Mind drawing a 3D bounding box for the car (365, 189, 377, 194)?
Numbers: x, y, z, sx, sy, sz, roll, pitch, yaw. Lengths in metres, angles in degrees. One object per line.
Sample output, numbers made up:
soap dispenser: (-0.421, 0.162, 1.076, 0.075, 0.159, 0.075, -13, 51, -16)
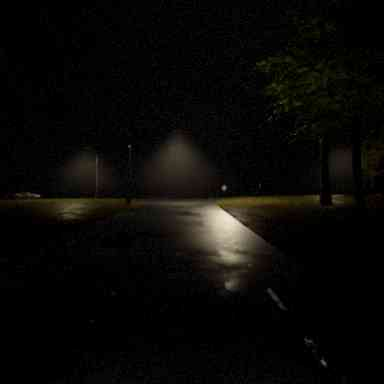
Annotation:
car: (36.847, -0.029, 70.370, 4.181, 1.385, 1.994, -1, -2, -1)

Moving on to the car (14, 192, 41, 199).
car: (-31.091, 0.720, 62.910, 4.674, 1.442, 1.812, -1, -2, 1)
